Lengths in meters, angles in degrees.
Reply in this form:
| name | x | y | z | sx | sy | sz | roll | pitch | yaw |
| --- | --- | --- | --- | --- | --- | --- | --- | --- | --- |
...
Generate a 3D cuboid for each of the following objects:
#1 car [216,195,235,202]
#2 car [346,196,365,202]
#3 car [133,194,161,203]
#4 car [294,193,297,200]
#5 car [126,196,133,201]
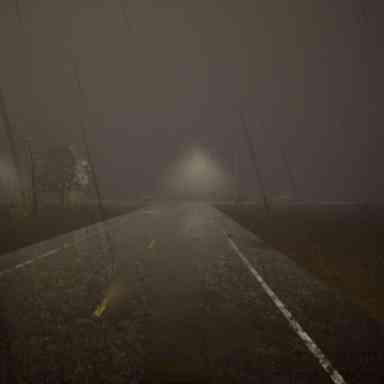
| name | x | y | z | sx | sy | sz | roll | pitch | yaw |
| --- | --- | --- | --- | --- | --- | --- | --- | --- | --- |
| car | 7.929 | 1.380 | 77.571 | 4.553 | 1.767 | 2.097 | 0 | 0 | -2 |
| car | 38.704 | 1.645 | 78.472 | 4.674 | 1.442 | 1.812 | 0 | 0 | -2 |
| car | -9.159 | 1.512 | 70.145 | 5.357 | 1.411 | 2.033 | 0 | 0 | -1 |
| car | 22.069 | 1.294 | 77.985 | 5.566 | 2.045 | 2.150 | 0 | 0 | -2 |
| car | -12.862 | 1.297 | 77.038 | 4.553 | 1.767 | 2.097 | 0 | 0 | -2 |
